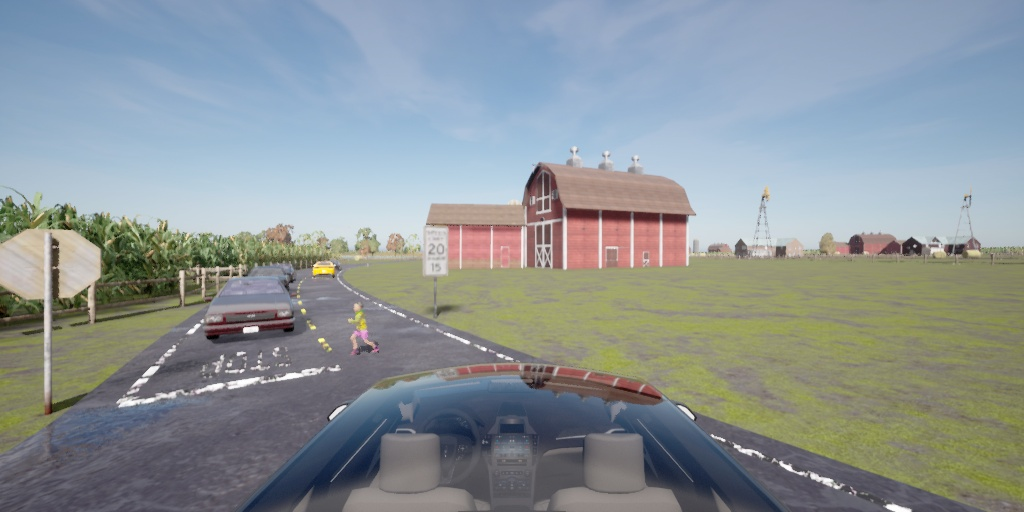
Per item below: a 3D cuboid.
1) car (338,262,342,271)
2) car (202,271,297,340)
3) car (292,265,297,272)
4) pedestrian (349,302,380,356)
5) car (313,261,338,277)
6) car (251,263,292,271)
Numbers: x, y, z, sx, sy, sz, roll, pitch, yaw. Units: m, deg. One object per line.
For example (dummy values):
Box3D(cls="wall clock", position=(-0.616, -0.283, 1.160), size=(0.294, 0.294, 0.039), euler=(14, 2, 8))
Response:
Box3D(cls="car", position=(-25.396, 1.399, 50.991), size=(1.812, 1.442, 4.674), euler=(0, 0, -22))
Box3D(cls="car", position=(-7.546, 1.328, 10.525), size=(2.033, 1.411, 5.357), euler=(0, 0, -34))
Box3D(cls="car", position=(-18.111, 1.326, 28.155), size=(2.128, 1.511, 4.902), euler=(0, 0, -28))
Box3D(cls="pedestrian", position=(-2.993, 1.441, 7.176), size=(0.500, 1.100, 0.500), euler=(-1, 1, -35))
Box3D(cls="car", position=(-19.346, 1.336, 37.054), size=(1.882, 1.535, 5.008), euler=(0, 0, -26))
Box3D(cls="car", position=(-13.002, 1.288, 19.121), size=(1.882, 1.535, 5.008), euler=(0, 0, -31))
